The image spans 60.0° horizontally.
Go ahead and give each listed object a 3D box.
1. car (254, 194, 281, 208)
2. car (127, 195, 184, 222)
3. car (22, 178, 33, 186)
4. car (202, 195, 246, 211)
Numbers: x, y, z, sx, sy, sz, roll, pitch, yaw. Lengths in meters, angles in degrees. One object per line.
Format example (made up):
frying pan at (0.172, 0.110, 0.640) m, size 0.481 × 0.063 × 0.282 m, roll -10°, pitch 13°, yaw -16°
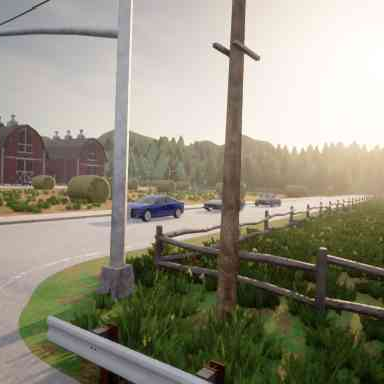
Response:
car at (8.761, 0.988, 38.230) m, size 1.994 × 1.385 × 4.181 m, roll 3°, pitch 2°, yaw 33°
car at (-2.439, 0.936, 21.235) m, size 1.882 × 1.535 × 5.008 m, roll 3°, pitch 2°, yaw 33°
car at (-38.996, -2.370, 79.388) m, size 1.905 × 1.878 × 3.866 m, roll 8°, pitch 2°, yaw -13°
car at (3.005, 0.989, 29.508) m, size 2.033 × 1.411 × 5.357 m, roll 3°, pitch 2°, yaw 33°
